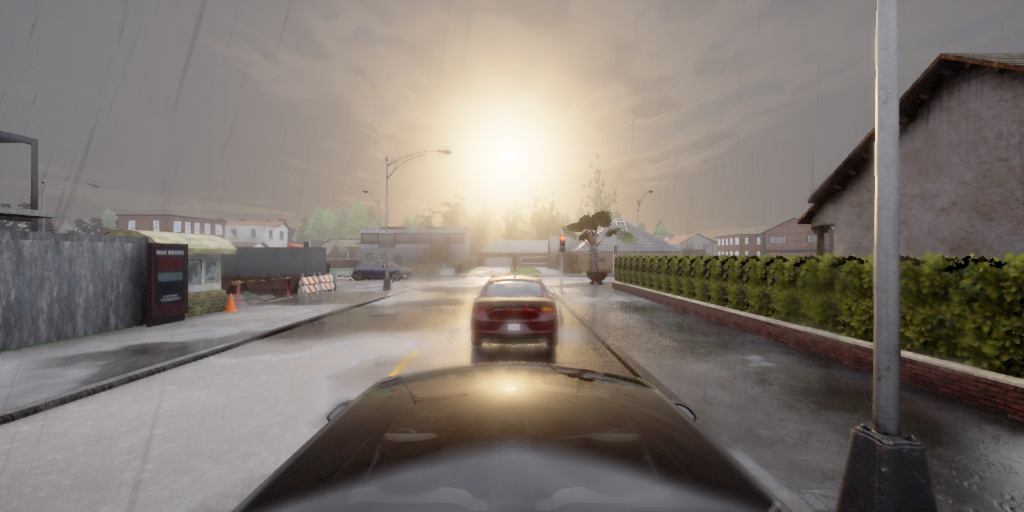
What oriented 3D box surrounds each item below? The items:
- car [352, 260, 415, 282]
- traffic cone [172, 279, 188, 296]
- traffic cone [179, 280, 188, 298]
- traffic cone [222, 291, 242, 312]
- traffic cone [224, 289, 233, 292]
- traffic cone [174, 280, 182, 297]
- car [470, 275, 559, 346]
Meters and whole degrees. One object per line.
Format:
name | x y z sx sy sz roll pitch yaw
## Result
car | -10.057 1.101 28.218 4.553 1.767 2.097 0 0 6
traffic cone | -16.806 1.582 18.227 0.344 0.586 0.344 0 0 0
traffic cone | -15.203 1.561 16.859 0.344 0.586 0.344 0 0 0
traffic cone | -9.621 1.598 12.266 0.344 0.586 0.344 0 0 0
traffic cone | -10.339 1.568 12.789 0.344 0.586 0.344 0 0 0
traffic cone | -15.771 1.558 17.223 0.344 0.586 0.344 0 0 0
car | 0.079 1.228 9.422 1.882 1.535 5.008 0 0 1
